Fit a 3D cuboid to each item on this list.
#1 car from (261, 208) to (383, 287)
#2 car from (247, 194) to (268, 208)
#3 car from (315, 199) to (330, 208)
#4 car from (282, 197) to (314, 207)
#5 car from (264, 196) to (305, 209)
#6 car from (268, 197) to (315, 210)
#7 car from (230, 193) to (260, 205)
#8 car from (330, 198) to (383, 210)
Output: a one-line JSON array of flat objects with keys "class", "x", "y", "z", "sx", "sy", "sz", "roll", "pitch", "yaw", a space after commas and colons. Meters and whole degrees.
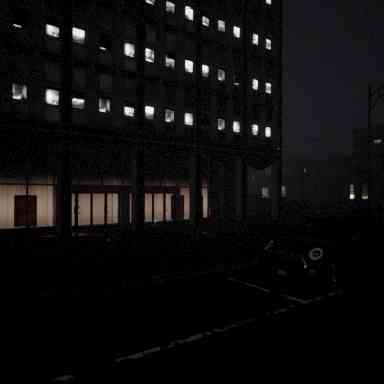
[{"class": "car", "x": 3.821, "y": 1.441, "z": 9.294, "sx": 4.097, "sy": 1.590, "sz": 1.967, "roll": 0, "pitch": 0, "yaw": -36}, {"class": "car", "x": 8.533, "y": 1.168, "z": 43.725, "sx": 2.192, "sy": 1.841, "sz": 5.009, "roll": 1, "pitch": 0, "yaw": -35}, {"class": "car", "x": 18.477, "y": 1.447, "z": 44.081, "sx": 1.752, "sy": 1.417, "sz": 4.829, "roll": 1, "pitch": 0, "yaw": -35}, {"class": "car", "x": 15.422, "y": 1.481, "z": 48.494, "sx": 1.802, "sy": 1.307, "sz": 4.206, "roll": 1, "pitch": 0, "yaw": -35}, {"class": "car", "x": 11.944, "y": 1.354, "z": 43.333, "sx": 1.882, "sy": 1.535, "sz": 5.008, "roll": 0, "pitch": 0, "yaw": -35}, {"class": "car", "x": 11.682, "y": 1.427, "z": 39.172, "sx": 2.008, "sy": 1.369, "sz": 4.403, "roll": 1, "pitch": 0, "yaw": -35}, {"class": "car", "x": 9.120, "y": 1.168, "z": 57.598, "sx": 2.192, "sy": 1.841, "sz": 5.009, "roll": 1, "pitch": 0, "yaw": -35}, {"class": "car", "x": 17.796, "y": 1.468, "z": 34.888, "sx": 2.033, "sy": 1.411, "sz": 5.357, "roll": 0, "pitch": 0, "yaw": -35}]
